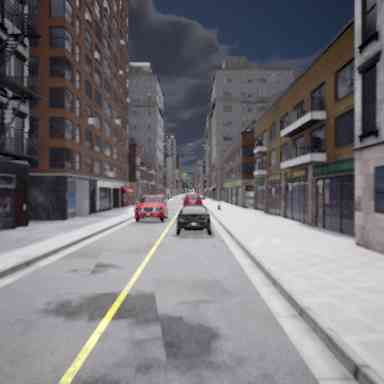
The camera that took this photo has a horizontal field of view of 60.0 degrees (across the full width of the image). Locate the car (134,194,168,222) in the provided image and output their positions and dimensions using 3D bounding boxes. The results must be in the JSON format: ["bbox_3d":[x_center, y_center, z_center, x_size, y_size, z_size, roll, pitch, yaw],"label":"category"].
[{"bbox_3d":[-3.104,1.221,26.352,2.150,2.045,5.566,0,0,0],"label":"car"}]

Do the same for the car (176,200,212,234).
[{"bbox_3d":[0.096,1.477,19.415,1.882,1.535,5.008,0,0,0],"label":"car"}]

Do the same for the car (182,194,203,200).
[{"bbox_3d":[0.091,1.222,37.667,2.150,2.045,5.566,0,0,0],"label":"car"}]
